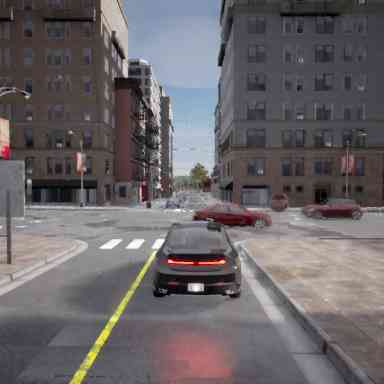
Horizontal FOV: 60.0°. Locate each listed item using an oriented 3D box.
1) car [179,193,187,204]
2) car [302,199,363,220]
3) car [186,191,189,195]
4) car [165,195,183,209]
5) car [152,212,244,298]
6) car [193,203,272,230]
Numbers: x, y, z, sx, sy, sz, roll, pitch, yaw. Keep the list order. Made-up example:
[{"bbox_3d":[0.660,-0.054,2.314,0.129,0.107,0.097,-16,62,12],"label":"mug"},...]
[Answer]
[{"bbox_3d":[-2.473,1.481,61.362,2.033,1.411,5.357,0,0,0],"label":"car"},{"bbox_3d":[11.543,1.368,27.602,4.553,1.767,2.097,0,1,0],"label":"car"},{"bbox_3d":[-2.392,1.134,77.229,2.097,1.767,4.553,0,0,0],"label":"car"},{"bbox_3d":[-2.523,1.492,45.238,1.812,1.442,4.674,0,0,0],"label":"car"},{"bbox_3d":[0.159,1.501,8.517,1.837,1.490,4.892,0,0,2],"label":"car"},{"bbox_3d":[2.493,1.499,20.947,5.008,1.535,1.882,1,0,-1],"label":"car"}]
